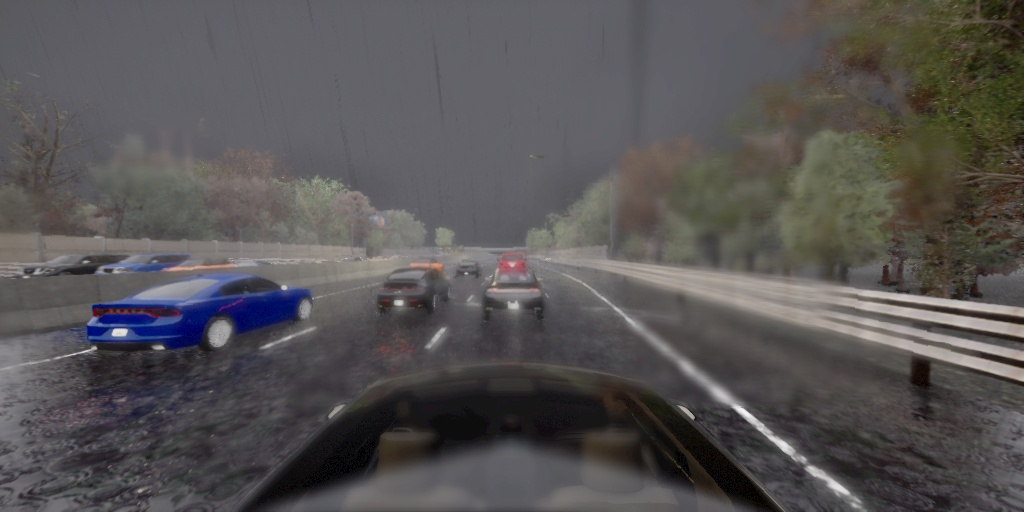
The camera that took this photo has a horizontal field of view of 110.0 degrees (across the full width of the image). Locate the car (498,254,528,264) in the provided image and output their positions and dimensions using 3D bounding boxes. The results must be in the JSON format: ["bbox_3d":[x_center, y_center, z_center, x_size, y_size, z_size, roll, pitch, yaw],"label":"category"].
[{"bbox_3d":[0.089,0.823,28.782,2.150,2.045,5.566,0,0,0],"label":"car"}]

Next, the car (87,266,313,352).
[{"bbox_3d":[-6.907,1.186,8.794,1.882,1.535,5.008,0,0,0],"label":"car"}]

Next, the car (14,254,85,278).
[{"bbox_3d":[-27.821,0.853,23.241,2.150,2.045,5.566,0,0,-2],"label":"car"}]

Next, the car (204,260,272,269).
[{"bbox_3d":[-17.608,1.151,24.099,1.812,1.442,4.674,0,0,0],"label":"car"}]

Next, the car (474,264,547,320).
[{"bbox_3d":[0.095,1.181,12.295,2.128,1.511,4.902,0,0,0],"label":"car"}]

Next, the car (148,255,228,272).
[{"bbox_3d":[-21.106,0.976,24.255,2.097,1.767,4.553,0,0,0],"label":"car"}]

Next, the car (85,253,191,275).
[{"bbox_3d":[-24.608,0.845,24.502,2.150,2.045,5.566,0,0,0],"label":"car"}]

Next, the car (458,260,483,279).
[{"bbox_3d":[-3.411,1.102,29.740,1.837,1.490,4.892,0,0,0],"label":"car"}]

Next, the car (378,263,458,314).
[{"bbox_3d":[-3.406,1.188,13.348,1.837,1.490,4.892,0,0,0],"label":"car"}]

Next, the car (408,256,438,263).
[{"bbox_3d":[-6.913,0.950,29.450,2.097,1.767,4.553,0,0,0],"label":"car"}]
